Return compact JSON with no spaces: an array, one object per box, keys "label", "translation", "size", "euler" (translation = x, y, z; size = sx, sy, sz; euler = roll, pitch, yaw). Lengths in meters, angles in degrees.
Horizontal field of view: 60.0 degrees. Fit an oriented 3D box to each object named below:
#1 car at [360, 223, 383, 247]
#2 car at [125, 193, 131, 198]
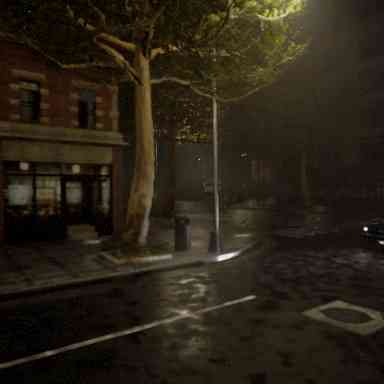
[{"label":"car","translation":[8.740,1.429,12.522],"size":[4.718,1.301,1.895],"euler":[-1,1,-21]},{"label":"car","translation":[-15.224,0.815,86.811],"size":[4.674,1.452,2.002],"euler":[-1,1,-35]}]
